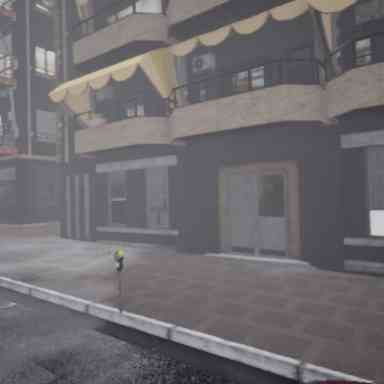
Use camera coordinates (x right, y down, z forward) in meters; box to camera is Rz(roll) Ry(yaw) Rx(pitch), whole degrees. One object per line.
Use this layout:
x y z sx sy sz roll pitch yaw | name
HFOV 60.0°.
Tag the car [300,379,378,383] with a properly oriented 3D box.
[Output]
2.141 1.571 1.175 4.206 1.307 1.802 -1 -2 35 | car
